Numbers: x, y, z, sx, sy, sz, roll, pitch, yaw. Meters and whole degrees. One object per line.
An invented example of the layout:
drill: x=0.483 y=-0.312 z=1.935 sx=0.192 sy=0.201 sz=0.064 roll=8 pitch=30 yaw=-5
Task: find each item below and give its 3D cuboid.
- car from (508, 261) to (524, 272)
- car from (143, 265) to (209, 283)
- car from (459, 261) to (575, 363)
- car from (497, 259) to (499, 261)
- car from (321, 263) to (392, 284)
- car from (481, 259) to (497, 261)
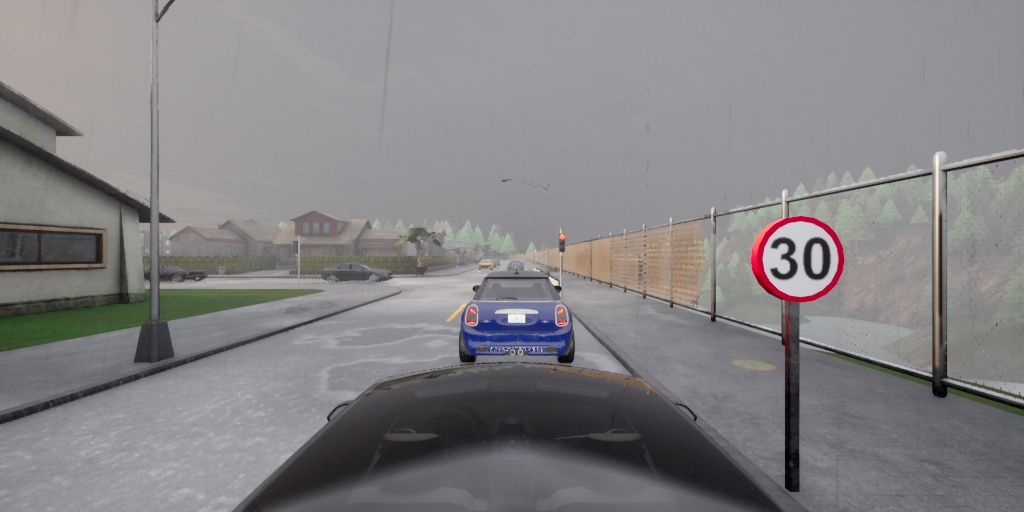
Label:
car: x=0.475 y=1.314 z=45.708 sx=1.994 sy=1.385 sz=4.181 roll=0 pitch=0 yaw=1
car: x=-25.618 y=1.351 z=26.699 sx=4.718 sy=1.301 sz=1.895 roll=0 pitch=0 yaw=1
car: x=0.115 y=1.102 z=8.332 sx=2.097 sy=1.767 sz=4.553 roll=0 pitch=0 yaw=1
car: x=-3.558 y=1.255 z=60.650 sx=1.837 sy=1.490 sz=4.892 roll=0 pitch=0 yaw=1
car: x=-11.475 y=1.255 z=26.644 sx=4.892 sy=1.490 sz=1.837 roll=0 pitch=0 yaw=-2
car: x=-3.661 y=1.227 z=51.200 sx=1.882 sy=1.535 sz=5.008 roll=0 pitch=0 yaw=1
